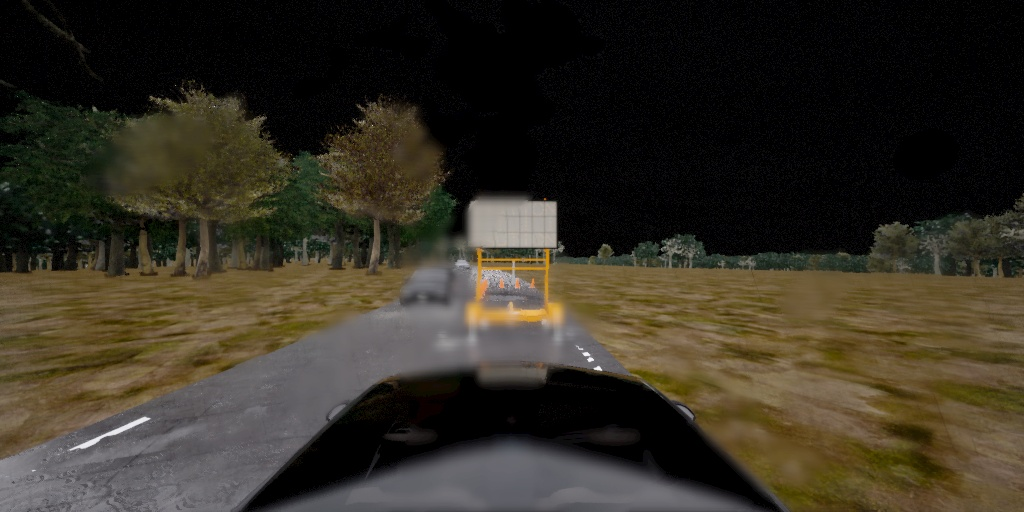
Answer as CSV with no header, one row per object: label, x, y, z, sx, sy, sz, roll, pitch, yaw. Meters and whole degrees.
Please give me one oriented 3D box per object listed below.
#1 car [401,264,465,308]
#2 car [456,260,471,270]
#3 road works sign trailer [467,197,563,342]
car,-3.303,1.253,15.297,1.837,1.490,4.892,0,0,-2
car,-7.022,1.284,51.385,1.812,1.442,4.674,0,0,-10
road works sign trailer,0.040,0.214,9.796,2.380,3.560,2.880,0,0,-2
